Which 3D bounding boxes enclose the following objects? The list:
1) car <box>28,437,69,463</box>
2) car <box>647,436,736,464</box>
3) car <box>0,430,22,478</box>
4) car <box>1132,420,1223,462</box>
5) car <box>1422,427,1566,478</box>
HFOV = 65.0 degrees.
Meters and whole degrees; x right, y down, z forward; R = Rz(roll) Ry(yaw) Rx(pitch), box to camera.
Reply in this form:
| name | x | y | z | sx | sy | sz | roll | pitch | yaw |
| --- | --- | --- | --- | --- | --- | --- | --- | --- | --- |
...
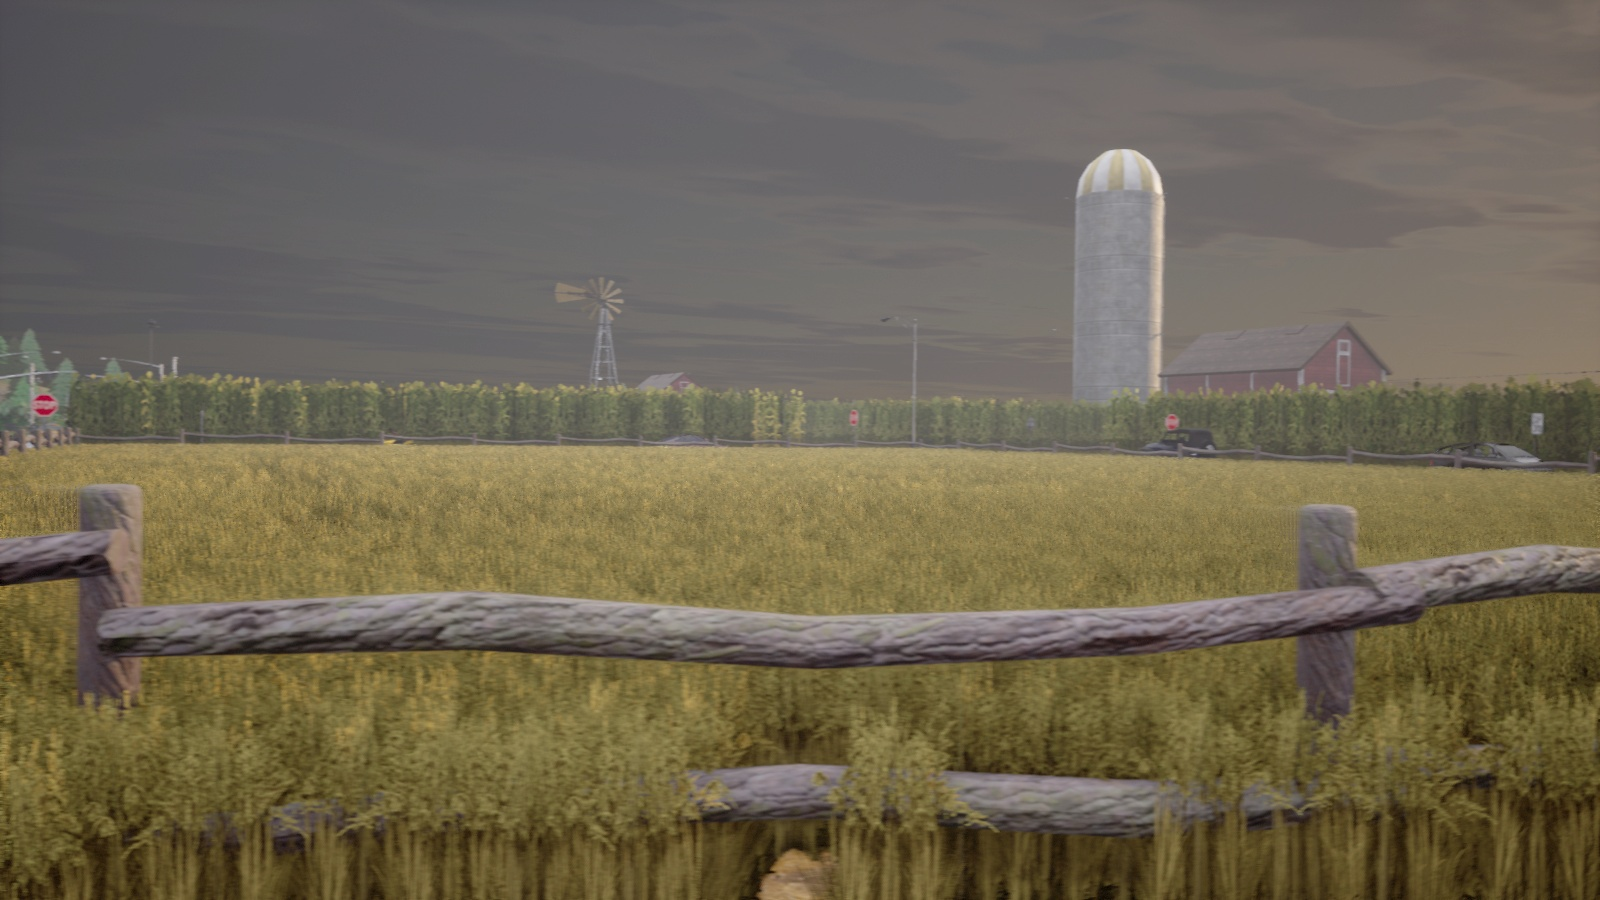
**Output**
| name | x | y | z | sx | sy | sz | roll | pitch | yaw |
| --- | --- | --- | --- | --- | --- | --- | --- | --- | --- |
| car | -48.240 | -0.009 | 80.701 | 1.801 | 1.575 | 5.366 | -1 | 1 | -26 |
| car | -5.640 | -0.019 | 65.240 | 4.181 | 1.385 | 1.994 | -1 | 1 | -26 |
| car | -32.259 | 0.164 | 48.990 | 1.905 | 1.878 | 3.866 | -1 | 1 | -10 |
| car | 17.381 | -0.438 | 58.015 | 1.905 | 1.878 | 3.866 | -1 | 1 | -25 |
| car | 22.309 | 0.061 | 40.486 | 1.789 | 1.549 | 3.705 | -1 | 1 | -25 |
